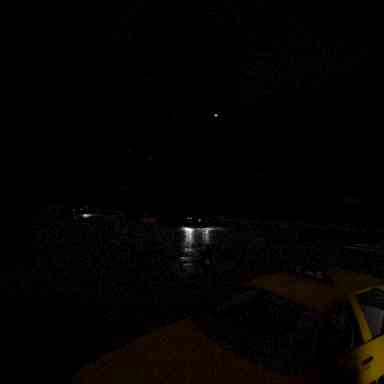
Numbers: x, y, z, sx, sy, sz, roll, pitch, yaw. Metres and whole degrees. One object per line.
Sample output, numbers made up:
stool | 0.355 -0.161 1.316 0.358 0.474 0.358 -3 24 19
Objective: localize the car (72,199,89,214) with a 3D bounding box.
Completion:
car | -16.315 2.028 46.659 2.150 2.045 5.566 2 -2 -35

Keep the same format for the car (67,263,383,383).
car | 1.099 1.524 3.575 4.829 1.417 1.752 0 1 -35

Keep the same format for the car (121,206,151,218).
car | -6.245 2.183 37.508 1.895 1.301 4.718 2 -2 -36

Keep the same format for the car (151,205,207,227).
car | -0.876 1.775 24.961 1.837 1.490 4.892 2 -2 -36
